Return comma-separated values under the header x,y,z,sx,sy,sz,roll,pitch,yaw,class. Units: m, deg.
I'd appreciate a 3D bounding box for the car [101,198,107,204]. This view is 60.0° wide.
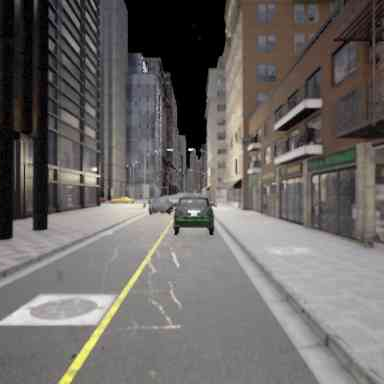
x,y,z,sx,sy,sz,roll,pitch,yaw,class
-19.848,1.723,68.332,4.507,1.381,1.887,-1,0,0,car

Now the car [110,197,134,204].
x,y,z,sx,sy,sz,roll,pitch,yaw,class
-14.394,1.649,68.363,4.829,1.417,1.752,-1,0,0,car

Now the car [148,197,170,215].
x,y,z,sx,sy,sz,roll,pitch,yaw,class
-3.056,1.341,33.016,2.097,1.767,4.553,0,0,1,car

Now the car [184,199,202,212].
x,y,z,sx,sy,sz,roll,pitch,yaw,class
0.101,1.532,39.221,2.033,1.411,5.357,0,0,0,car

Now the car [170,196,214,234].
x,y,z,sx,sy,sz,roll,pitch,yaw,class
0.100,1.218,19.286,2.150,2.045,5.566,0,0,0,car
